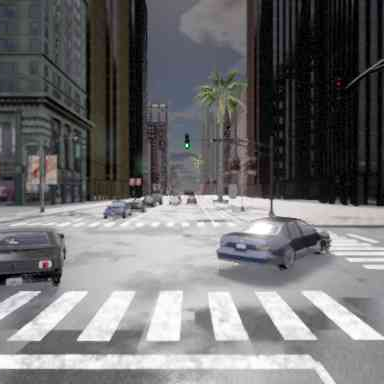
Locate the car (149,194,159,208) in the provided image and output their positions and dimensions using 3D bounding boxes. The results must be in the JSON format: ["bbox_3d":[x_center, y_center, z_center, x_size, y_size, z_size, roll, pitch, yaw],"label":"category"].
[{"bbox_3d":[-6.508,1.528,50.184,1.882,1.535,5.008,0,0,0],"label":"car"}]

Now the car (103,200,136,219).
[{"bbox_3d":[-6.590,1.556,29.955,1.812,1.442,4.674,0,0,-1],"label":"car"}]

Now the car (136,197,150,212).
[{"bbox_3d":[-6.592,1.604,39.961,1.994,1.385,4.181,0,0,0],"label":"car"}]

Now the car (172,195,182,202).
[{"bbox_3d":[-3.261,1.382,71.435,1.882,1.535,5.008,0,0,0],"label":"car"}]

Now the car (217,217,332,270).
[{"bbox_3d":[2.981,1.560,11.191,2.033,1.411,5.357,0,0,40],"label":"car"}]

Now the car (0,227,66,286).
[{"bbox_3d":[-4.523,1.610,9.129,1.895,1.301,4.718,0,0,-20],"label":"car"}]

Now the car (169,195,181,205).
[{"bbox_3d":[-3.260,1.587,61.431,1.812,1.442,4.674,0,0,0],"label":"car"}]

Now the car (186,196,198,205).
[{"bbox_3d":[-0.010,1.588,62.284,1.812,1.442,4.674,0,0,0],"label":"car"}]

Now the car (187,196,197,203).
[{"bbox_3d":[-0.011,1.613,72.505,2.033,1.411,5.357,0,0,0],"label":"car"}]

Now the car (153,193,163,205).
[{"bbox_3d":[-6.510,1.283,60.797,2.150,2.045,5.566,0,0,0],"label":"car"}]
